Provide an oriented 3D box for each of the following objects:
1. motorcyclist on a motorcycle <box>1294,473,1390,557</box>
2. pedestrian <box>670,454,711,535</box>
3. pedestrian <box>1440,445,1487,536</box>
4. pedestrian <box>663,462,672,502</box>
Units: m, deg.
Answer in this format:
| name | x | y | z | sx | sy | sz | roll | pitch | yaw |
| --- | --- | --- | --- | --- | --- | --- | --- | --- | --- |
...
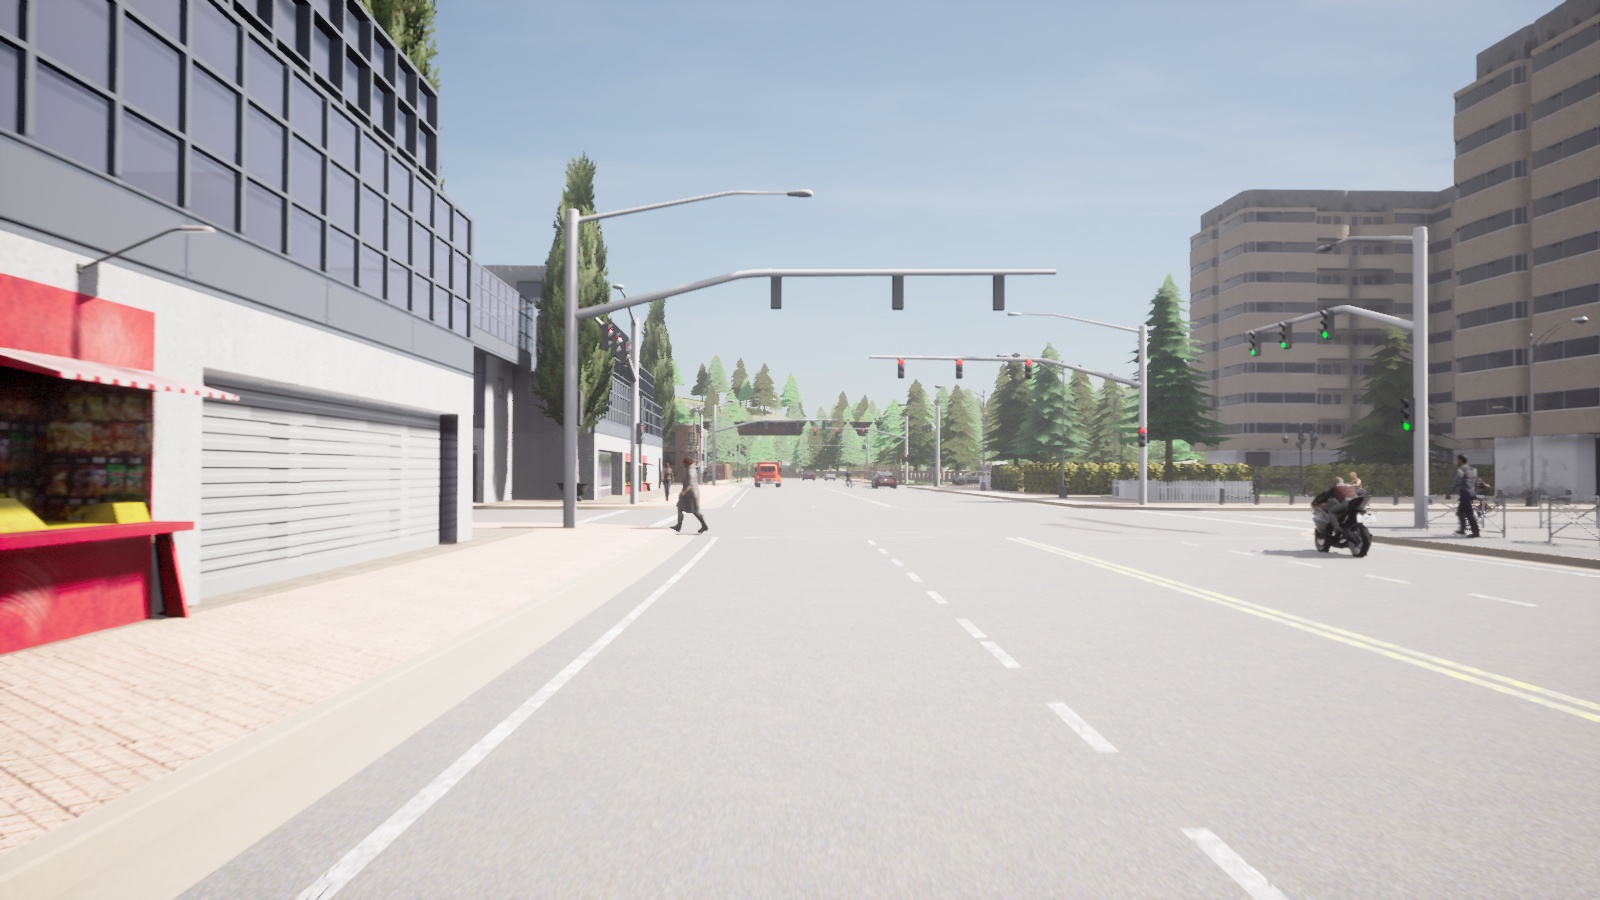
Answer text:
| name | x | y | z | sx | sy | sz | roll | pitch | yaw |
| --- | --- | --- | --- | --- | --- | --- | --- | --- | --- |
| motorcyclist on a motorcycle | 10.396 | 1.213 | 24.203 | 0.866 | 1.530 | 2.191 | 0 | -1 | -1 |
| pedestrian | -2.664 | 1.071 | 30.516 | 0.873 | 1.952 | 0.659 | 0 | -1 | -15 |
| pedestrian | 14.502 | 0.875 | 27.443 | 0.423 | 1.949 | 0.788 | 0 | -1 | -24 |
| pedestrian | -5.984 | 1.449 | 56.833 | 0.328 | 1.805 | 0.869 | 0 | -1 | -2 |
